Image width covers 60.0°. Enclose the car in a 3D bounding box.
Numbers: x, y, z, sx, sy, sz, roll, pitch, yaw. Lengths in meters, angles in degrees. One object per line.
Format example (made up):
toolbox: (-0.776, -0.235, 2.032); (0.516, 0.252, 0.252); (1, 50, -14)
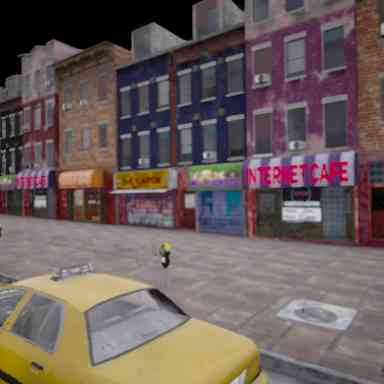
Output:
car: (-1.577, 1.525, 3.954); (4.829, 1.417, 1.752); (0, -1, 36)
